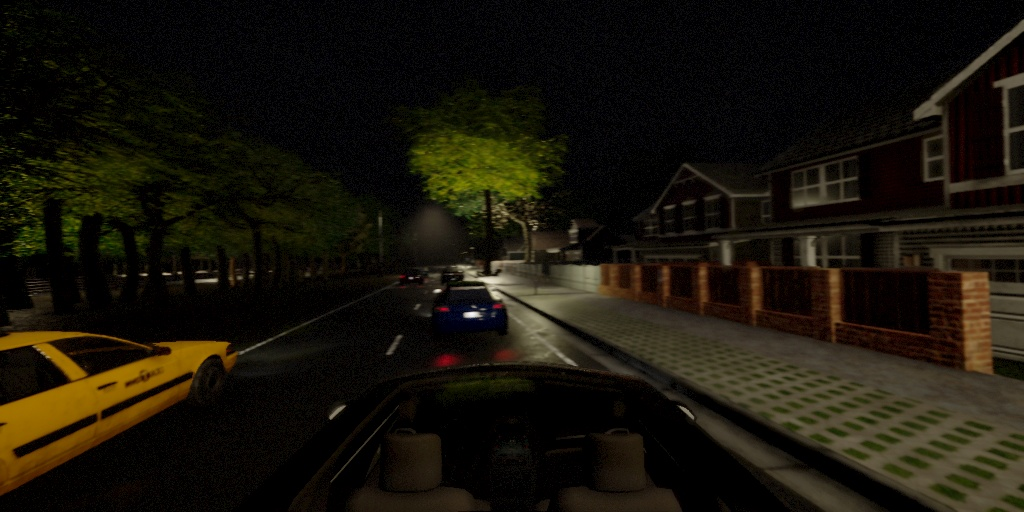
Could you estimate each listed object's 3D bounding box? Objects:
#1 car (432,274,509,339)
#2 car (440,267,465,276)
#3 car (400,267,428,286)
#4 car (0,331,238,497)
[{"bbox_3d":[-1.351,1.430,10.705,1.994,1.385,4.181,-2,0,-11],"label":"car"},{"bbox_3d":[-4.962,1.649,29.971,2.128,1.511,4.902,-2,0,-11],"label":"car"},{"bbox_3d":[-8.988,1.881,32.422,1.994,1.385,4.181,-2,0,-12],"label":"car"},{"bbox_3d":[-4.904,1.388,3.466,1.801,1.575,5.366,-2,0,-11],"label":"car"}]
